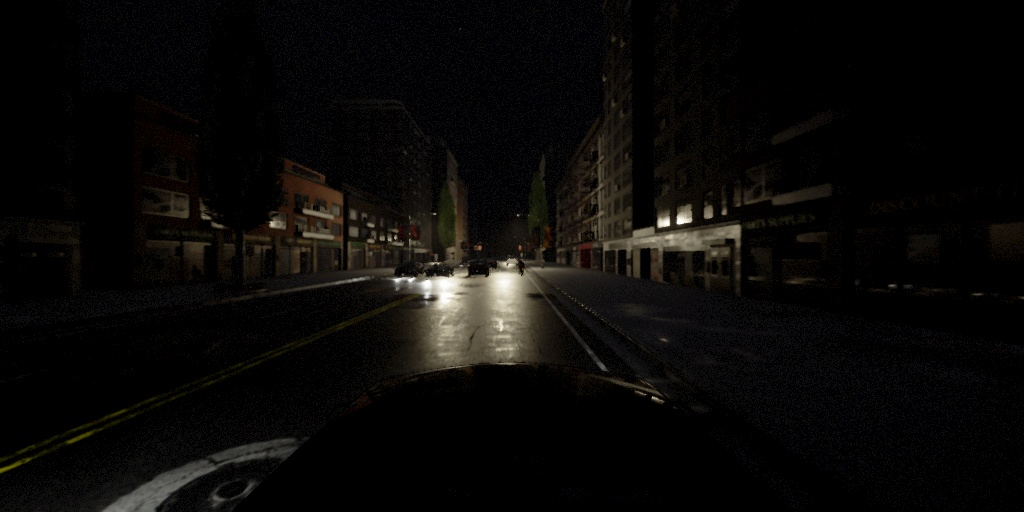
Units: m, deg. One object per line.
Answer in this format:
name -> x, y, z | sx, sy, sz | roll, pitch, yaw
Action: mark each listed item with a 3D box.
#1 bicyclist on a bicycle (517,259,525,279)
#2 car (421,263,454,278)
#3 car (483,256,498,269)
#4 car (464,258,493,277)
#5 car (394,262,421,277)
bicyclist on a bicycle -> 0.897, 1.185, 31.474 | 0.582, 1.620, 1.656 | 0, 0, 0
car -> -6.590, 1.331, 32.977 | 1.895, 1.301, 4.718 | 0, 0, 0
car -> -3.142, 1.187, 54.414 | 1.882, 1.535, 5.008 | 0, 0, 0
car -> -3.147, 1.206, 35.030 | 1.882, 1.535, 5.008 | 0, 0, 0
car -> -9.839, 1.276, 35.011 | 2.033, 1.411, 5.357 | 0, 0, 0
